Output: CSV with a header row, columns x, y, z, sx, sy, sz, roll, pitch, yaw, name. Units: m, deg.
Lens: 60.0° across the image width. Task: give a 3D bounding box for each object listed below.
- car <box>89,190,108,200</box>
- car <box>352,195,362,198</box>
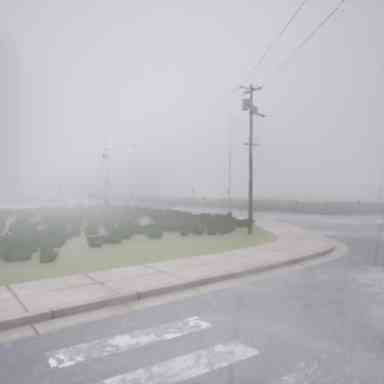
x,y,z,sx,sy,sz,roll,pitch,yaw,name
-18.123,0.702,64.652,2.150,2.045,5.566,0,1,-38,car
36.500,1.387,74.380,1.895,1.301,4.718,0,1,-38,car
